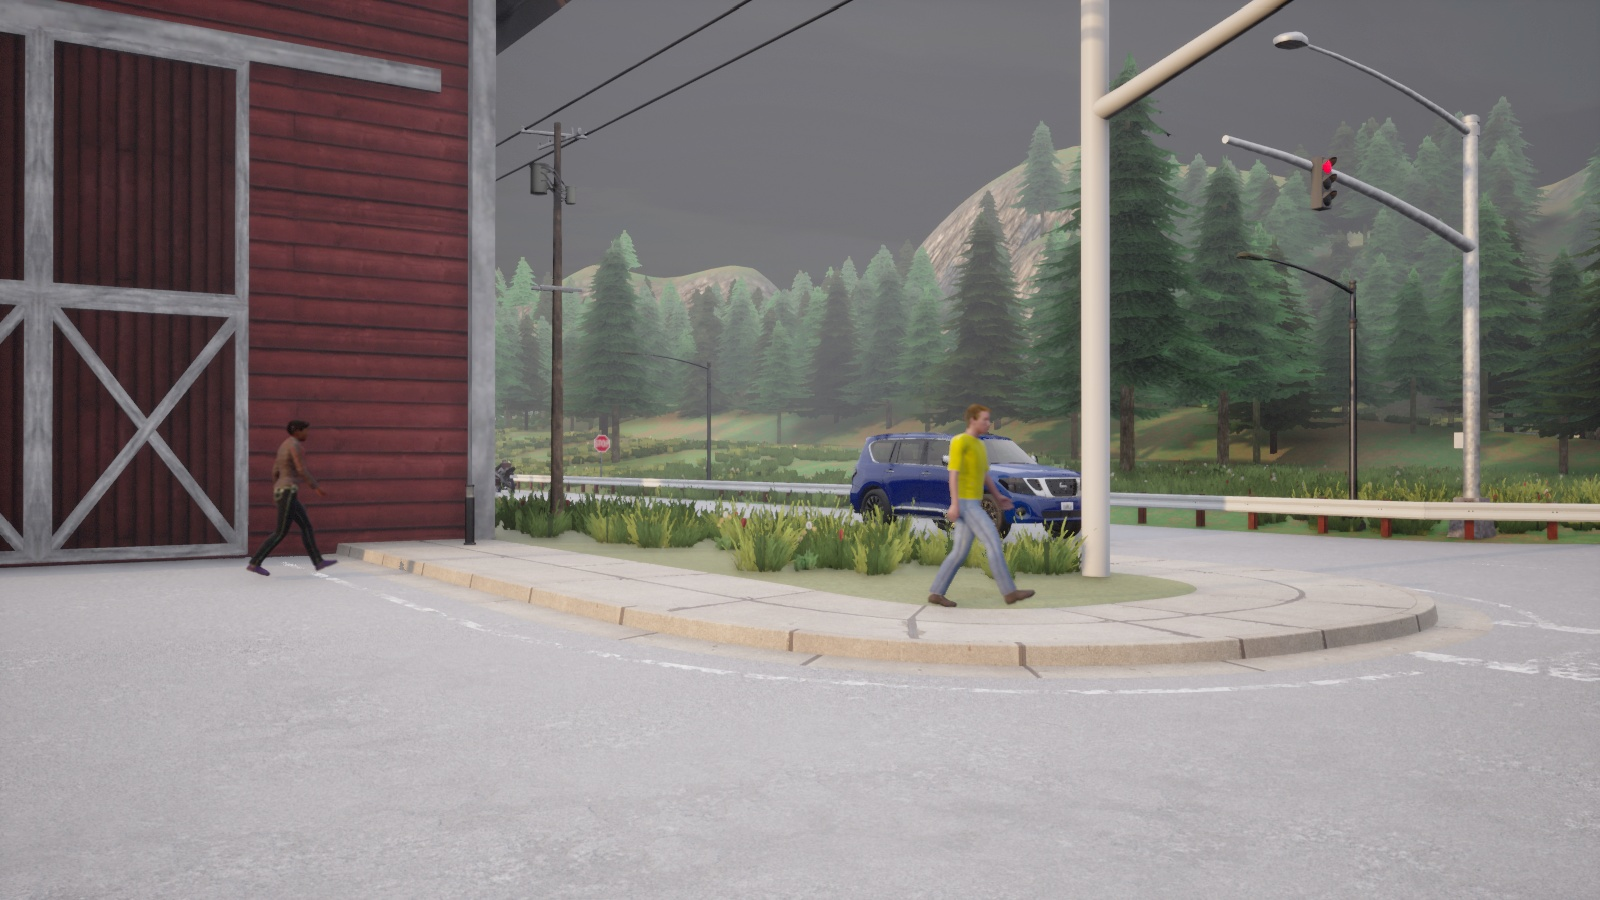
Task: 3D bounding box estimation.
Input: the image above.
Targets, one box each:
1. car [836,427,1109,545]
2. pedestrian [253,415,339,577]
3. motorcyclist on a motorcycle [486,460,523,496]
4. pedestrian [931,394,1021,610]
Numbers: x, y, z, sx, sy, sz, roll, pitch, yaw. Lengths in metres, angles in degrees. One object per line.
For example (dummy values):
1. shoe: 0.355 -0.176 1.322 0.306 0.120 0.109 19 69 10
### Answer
1. car: 3.205 0.646 24.696 2.150 2.045 5.566 0 0 -34
2. pedestrian: -5.733 0.511 14.290 0.869 1.805 0.328 0 0 -32
3. motorcyclist on a motorcycle: -12.965 1.226 55.141 0.866 1.530 2.191 0 0 -34
4. pedestrian: 1.543 0.444 10.996 0.706 1.836 0.354 0 0 23
